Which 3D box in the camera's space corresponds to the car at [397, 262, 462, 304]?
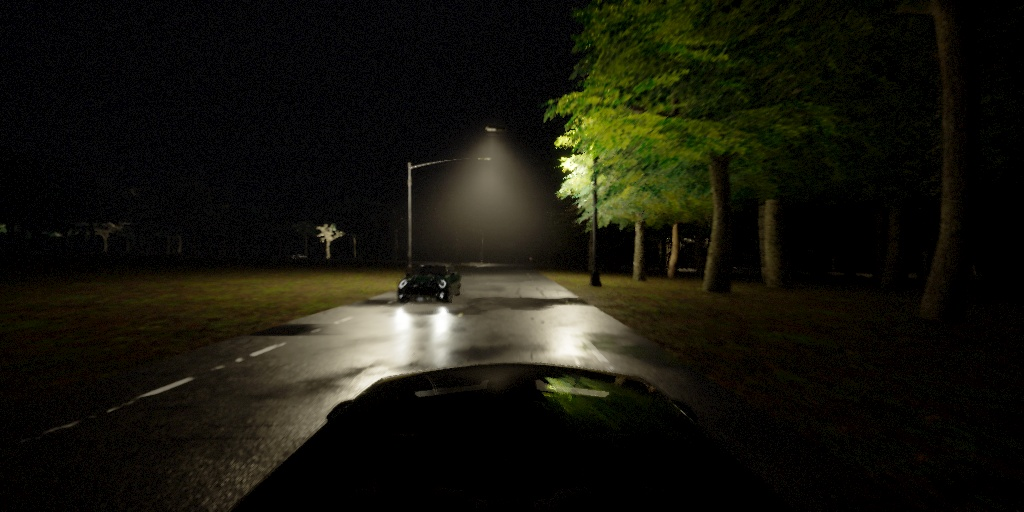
[{"bbox_3d":[-3.596,1.111,16.314,2.097,1.767,4.553,0,0,0],"label":"car"}]
